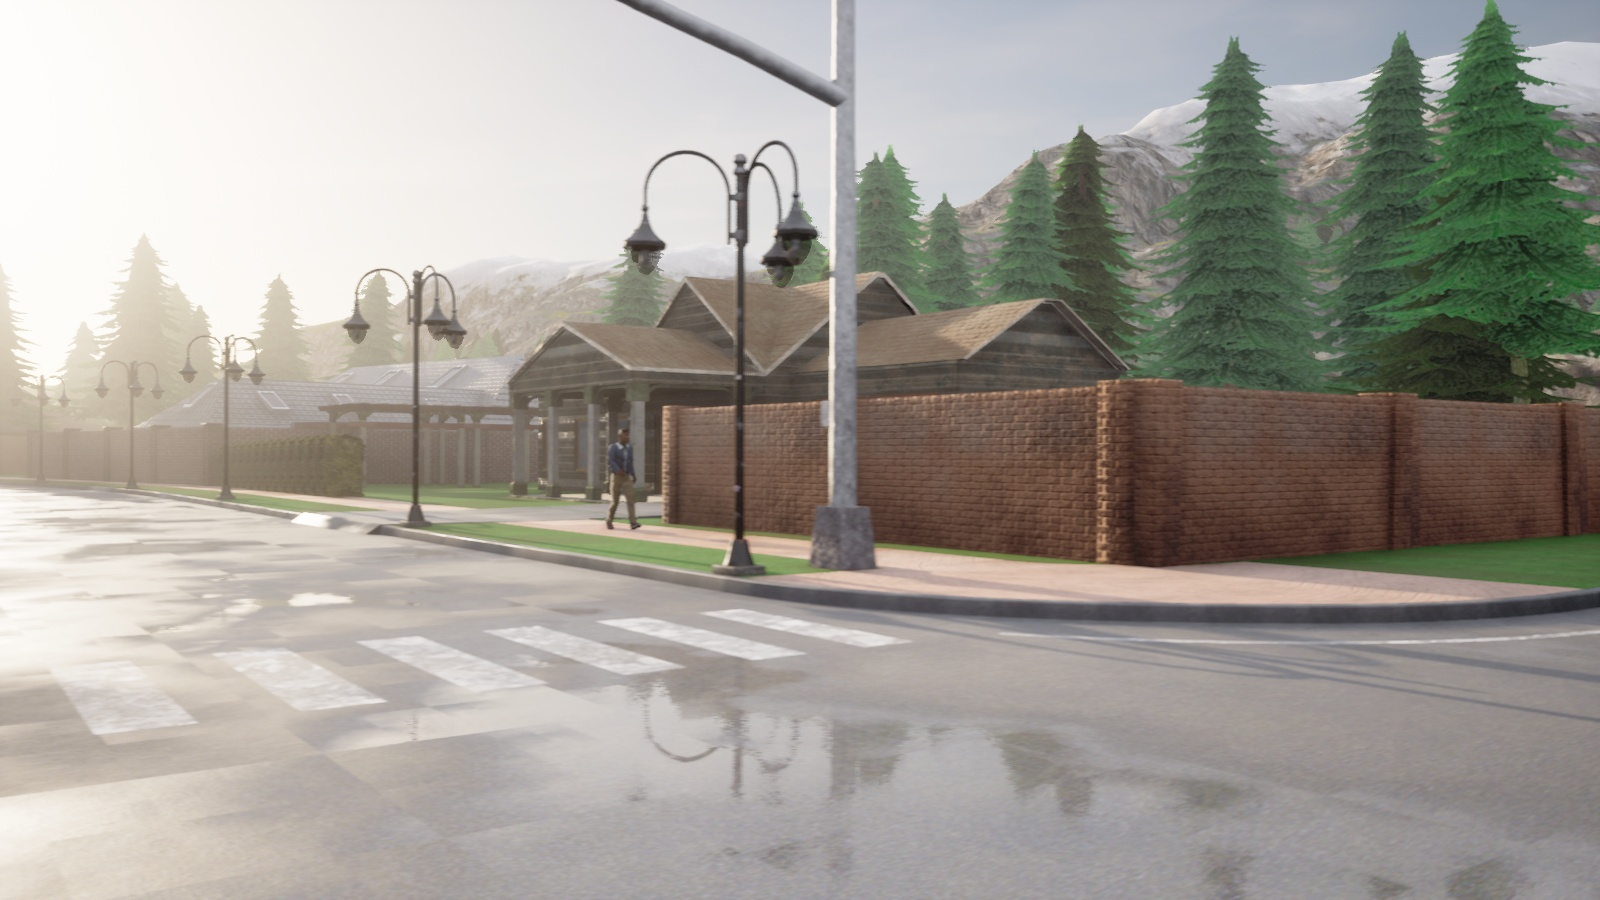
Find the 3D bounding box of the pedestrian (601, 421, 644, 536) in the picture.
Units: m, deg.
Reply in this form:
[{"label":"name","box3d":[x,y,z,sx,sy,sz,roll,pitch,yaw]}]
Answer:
[{"label":"pedestrian","box3d":[-3.070,0.481,21.718,0.423,1.949,0.788,0,0,-35]}]
